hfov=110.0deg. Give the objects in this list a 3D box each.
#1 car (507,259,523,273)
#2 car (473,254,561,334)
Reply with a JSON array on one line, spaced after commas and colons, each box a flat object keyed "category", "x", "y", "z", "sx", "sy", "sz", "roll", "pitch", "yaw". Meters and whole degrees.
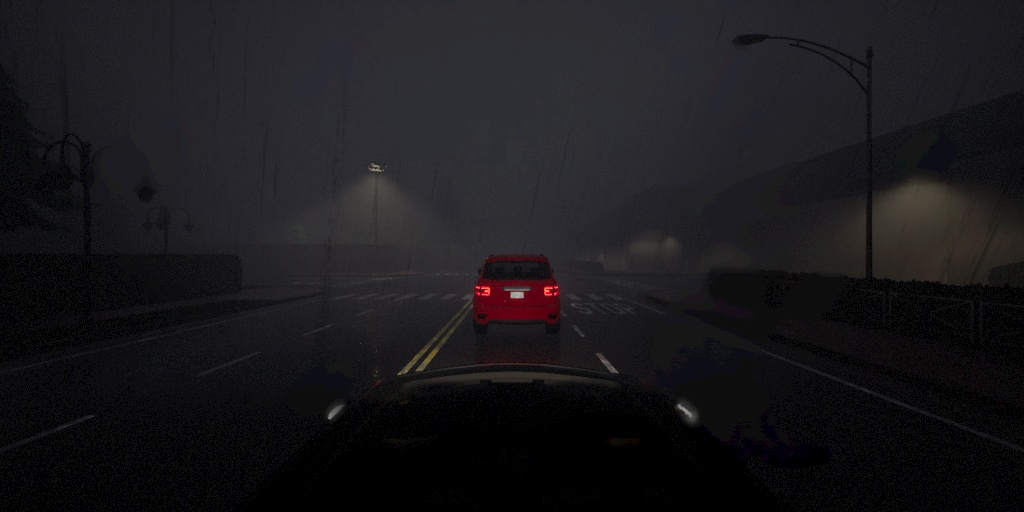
[{"category": "car", "x": 0.356, "y": 1.228, "z": 45.593, "sx": 1.882, "sy": 1.535, "sz": 5.008, "roll": 0, "pitch": 0, "yaw": 1}, {"category": "car", "x": 0.121, "y": 0.971, "z": 10.741, "sx": 2.150, "sy": 2.045, "sz": 5.566, "roll": 0, "pitch": 0, "yaw": 0}]
